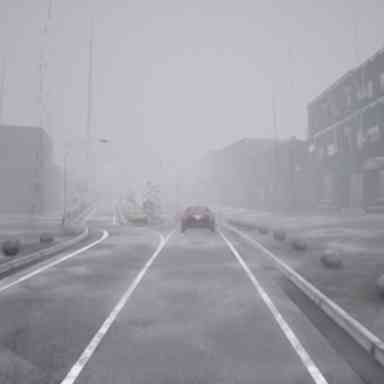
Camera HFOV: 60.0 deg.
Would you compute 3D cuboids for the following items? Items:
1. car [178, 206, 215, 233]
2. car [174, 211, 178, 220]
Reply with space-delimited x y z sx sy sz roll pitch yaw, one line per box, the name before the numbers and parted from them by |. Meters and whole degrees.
car | 0.383 1.704 22.339 2.097 1.767 4.553 0 -2 0
car | -1.048 2.937 41.105 2.033 1.411 5.357 0 0 -11
